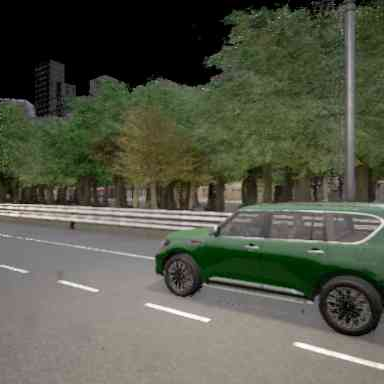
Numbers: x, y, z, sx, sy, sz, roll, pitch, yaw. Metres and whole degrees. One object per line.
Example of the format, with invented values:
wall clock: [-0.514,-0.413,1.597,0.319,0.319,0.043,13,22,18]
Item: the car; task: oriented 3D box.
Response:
car: [1.783,1.223,6.895,5.566,2.045,2.150,0,0,36]
